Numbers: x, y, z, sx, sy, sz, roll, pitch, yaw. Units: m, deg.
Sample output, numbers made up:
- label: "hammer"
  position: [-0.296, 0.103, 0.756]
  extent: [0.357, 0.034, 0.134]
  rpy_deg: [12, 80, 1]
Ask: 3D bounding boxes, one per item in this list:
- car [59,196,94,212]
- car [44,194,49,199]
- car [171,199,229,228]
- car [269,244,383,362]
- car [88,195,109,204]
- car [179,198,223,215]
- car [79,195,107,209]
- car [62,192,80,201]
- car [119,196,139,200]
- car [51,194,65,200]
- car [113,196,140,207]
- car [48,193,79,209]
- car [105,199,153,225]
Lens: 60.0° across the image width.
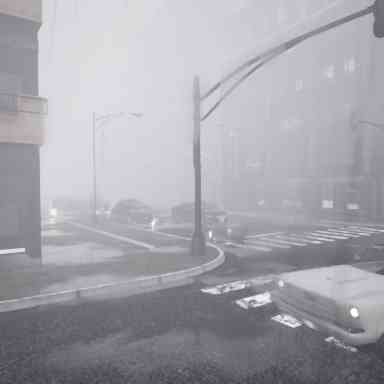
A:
- label: "car"
  position: [-12.666, 1.448, 36.379]
  extent: [2.008, 1.369, 4.403]
  rpy_deg: [-1, 1, -35]
- label: "car"
  position: [-34.979, 1.075, 83.343]
  extent: [1.752, 1.417, 4.829]
  rpy_deg: [-1, 1, -35]
- label: "car"
  position: [0.408, 1.434, 22.031]
  extent: [2.128, 1.511, 4.902]
  rpy_deg: [-1, 1, -35]
- label: "car"
  position: [3.725, 1.598, 5.689]
  extent: [4.718, 1.301, 1.895]
  rpy_deg: [0, 0, -23]
- label: "car"
  position: [-15.576, 1.217, 55.306]
  extent: [1.752, 1.417, 4.829]
  rpy_deg: [-1, 1, -35]
- label: "car"
  position: [0.773, 1.360, 31.866]
  extent: [1.887, 1.381, 4.507]
  rpy_deg: [-1, 1, -35]
- label: "car"
  position: [-11.478, 1.397, 39.221]
  extent: [2.033, 1.411, 5.357]
  rpy_deg: [-1, 1, -35]
- label: "car"
  position: [-25.182, 0.935, 69.183]
  extent: [2.192, 1.841, 5.009]
  rpy_deg: [-1, 1, -35]
- label: "car"
  position: [-5.477, 1.374, 30.537]
  extent: [1.882, 1.535, 5.008]
  rpy_deg: [-1, 1, -35]
- label: "car"
  position: [-31.648, 1.125, 78.531]
  extent: [2.008, 1.369, 4.403]
  rpy_deg: [-1, 1, -35]
- label: "car"
  position: [-9.109, 1.266, 45.961]
  extent: [1.752, 1.417, 4.829]
  rpy_deg: [-1, 1, -35]
- label: "car"
  position: [-15.901, 1.313, 41.051]
  extent: [1.967, 1.590, 4.097]
  rpy_deg: [-1, 1, -35]
- label: "car"
  position: [-4.401, 1.509, 24.210]
  extent: [1.887, 1.381, 4.507]
  rpy_deg: [-1, 1, -35]
